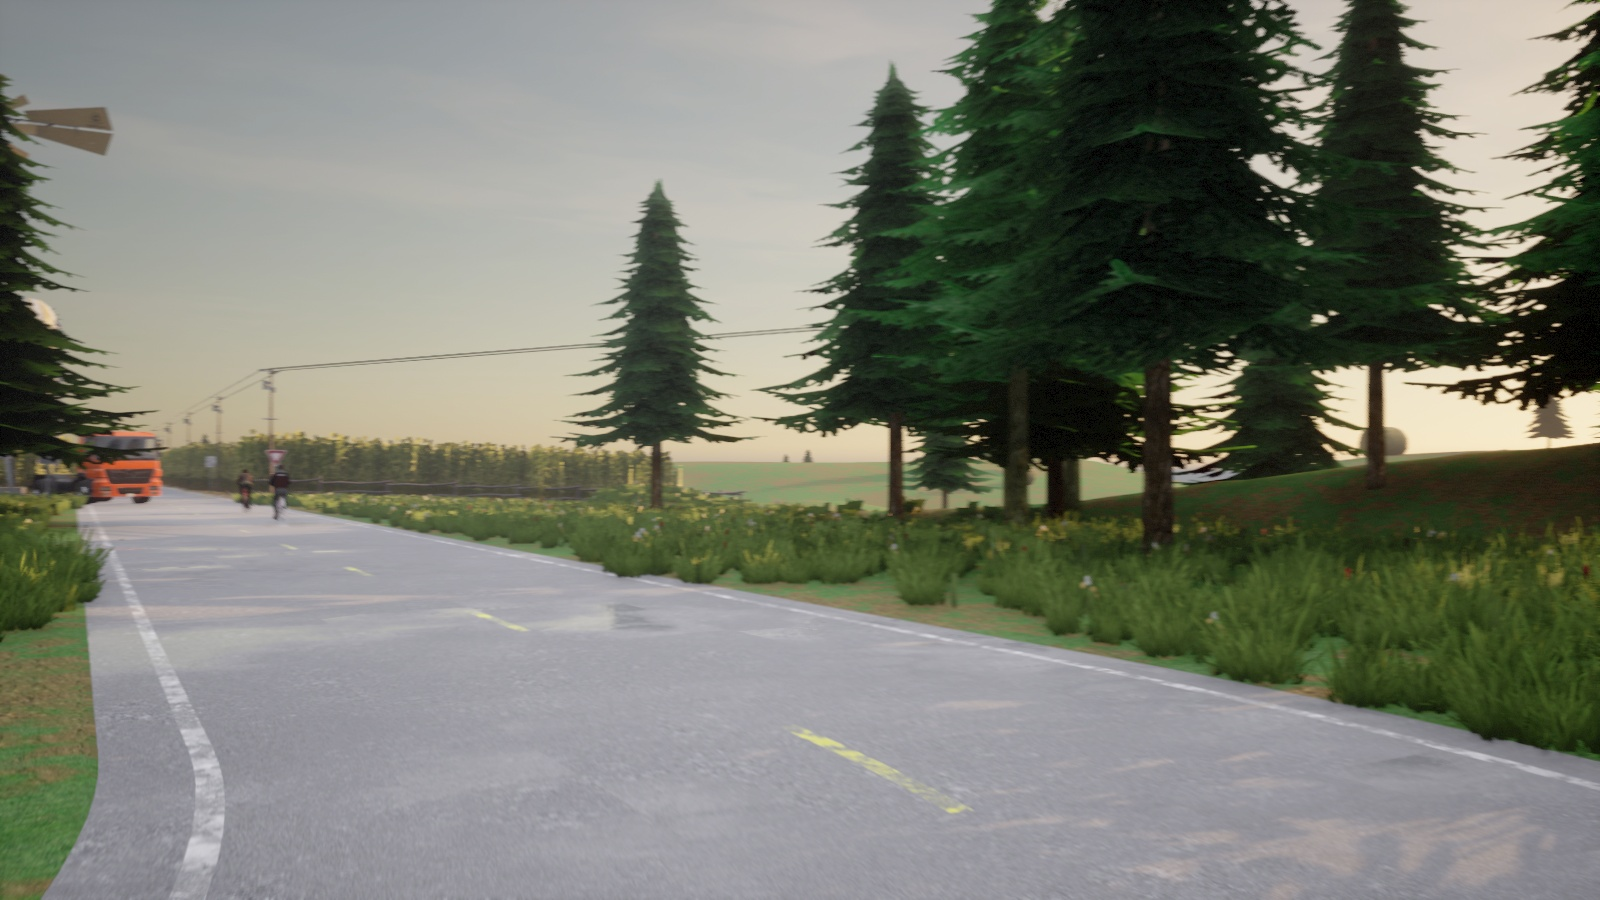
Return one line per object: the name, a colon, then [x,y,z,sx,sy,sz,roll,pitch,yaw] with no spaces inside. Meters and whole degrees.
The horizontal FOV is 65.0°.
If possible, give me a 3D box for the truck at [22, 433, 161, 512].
truck: [-33.281,1.033,58.865,7.936,3.462,2.891,-1,0,39]
